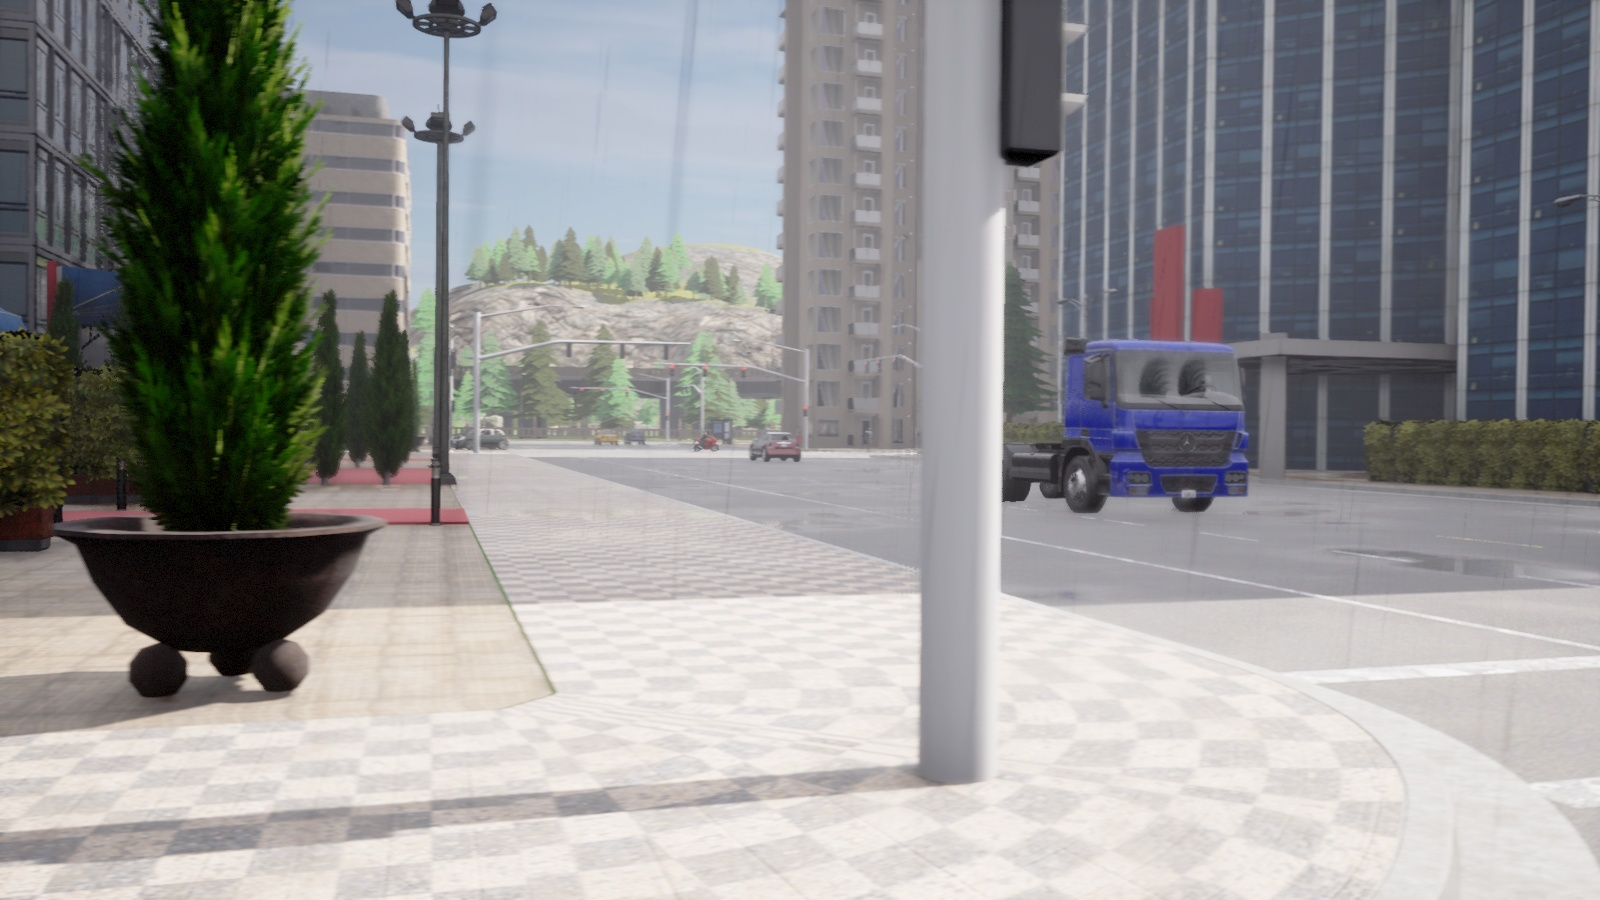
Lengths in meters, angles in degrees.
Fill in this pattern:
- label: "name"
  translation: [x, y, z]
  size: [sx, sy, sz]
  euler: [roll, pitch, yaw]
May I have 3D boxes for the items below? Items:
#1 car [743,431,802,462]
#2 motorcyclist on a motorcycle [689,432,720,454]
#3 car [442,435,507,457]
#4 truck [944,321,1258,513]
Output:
- label: "car"
  translation: [-1.419, -0.183, 63.289]
  size: [1.970, 1.475, 3.806]
  euler: [-1, 1, -17]
- label: "motorcyclist on a motorcycle"
  translation: [-6.599, -0.467, 86.884]
  size: [2.044, 1.523, 0.797]
  euler: [0, 0, 24]
- label: "car"
  translation: [-22.314, -0.298, 86.233]
  size: [3.806, 1.475, 1.970]
  euler: [-1, 1, -43]
- label: "truck"
  translation: [6.039, -0.660, 26.916]
  size: [2.891, 3.462, 7.936]
  euler: [-1, 1, -17]
